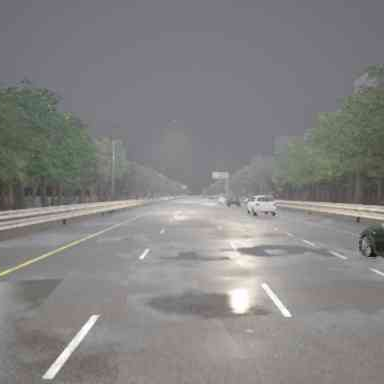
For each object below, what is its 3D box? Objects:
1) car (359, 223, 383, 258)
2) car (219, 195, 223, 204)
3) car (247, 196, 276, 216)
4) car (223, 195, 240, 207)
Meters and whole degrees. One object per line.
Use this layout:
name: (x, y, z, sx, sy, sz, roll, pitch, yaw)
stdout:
car: (7.005, 1.368, 10.014, 2.097, 1.767, 4.553, 0, 0, 0)
car: (7.322, 1.718, 75.947, 2.150, 2.045, 5.566, 0, 0, 1)
car: (7.065, 1.383, 34.155, 2.150, 2.045, 5.566, 0, 0, 0)
car: (7.193, 1.573, 58.808, 2.150, 2.045, 5.566, 0, 0, 0)
